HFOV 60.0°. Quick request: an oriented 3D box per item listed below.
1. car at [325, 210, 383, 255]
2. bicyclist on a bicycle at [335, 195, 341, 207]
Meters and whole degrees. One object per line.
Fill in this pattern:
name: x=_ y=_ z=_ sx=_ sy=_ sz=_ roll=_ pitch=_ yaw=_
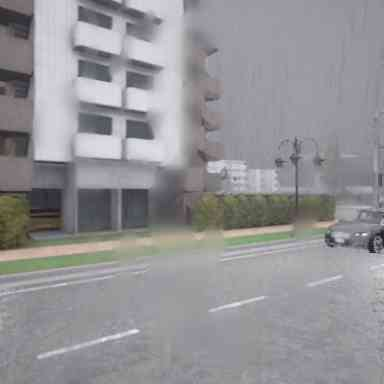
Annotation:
car: x=7.372 y=1.495 z=13.516 sx=4.902 sy=1.511 sz=2.128 roll=0 pitch=0 yaw=-35
bicyclist on a bicycle: x=20.434 y=1.309 z=46.559 sx=1.656 sy=1.620 sz=0.582 roll=0 pitch=0 yaw=-38
